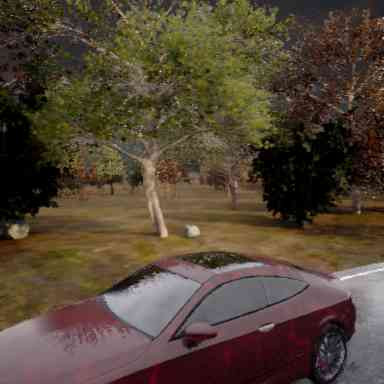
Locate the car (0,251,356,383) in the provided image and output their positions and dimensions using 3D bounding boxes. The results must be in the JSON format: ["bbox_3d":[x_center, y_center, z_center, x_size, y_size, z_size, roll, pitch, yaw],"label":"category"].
[{"bbox_3d":[0.033,1.505,3.859,4.674,1.442,1.812,0,0,-34],"label":"car"}]
